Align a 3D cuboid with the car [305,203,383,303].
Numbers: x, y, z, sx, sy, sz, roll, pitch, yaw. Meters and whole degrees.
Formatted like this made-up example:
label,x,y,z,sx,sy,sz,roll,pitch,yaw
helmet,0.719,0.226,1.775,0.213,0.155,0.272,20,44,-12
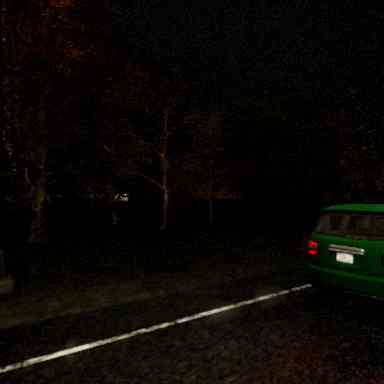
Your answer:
label,x,y,z,sx,sy,sz,roll,pitch,yaw
car,4.872,1.267,7.492,5.566,2.045,2.150,0,-1,-36
